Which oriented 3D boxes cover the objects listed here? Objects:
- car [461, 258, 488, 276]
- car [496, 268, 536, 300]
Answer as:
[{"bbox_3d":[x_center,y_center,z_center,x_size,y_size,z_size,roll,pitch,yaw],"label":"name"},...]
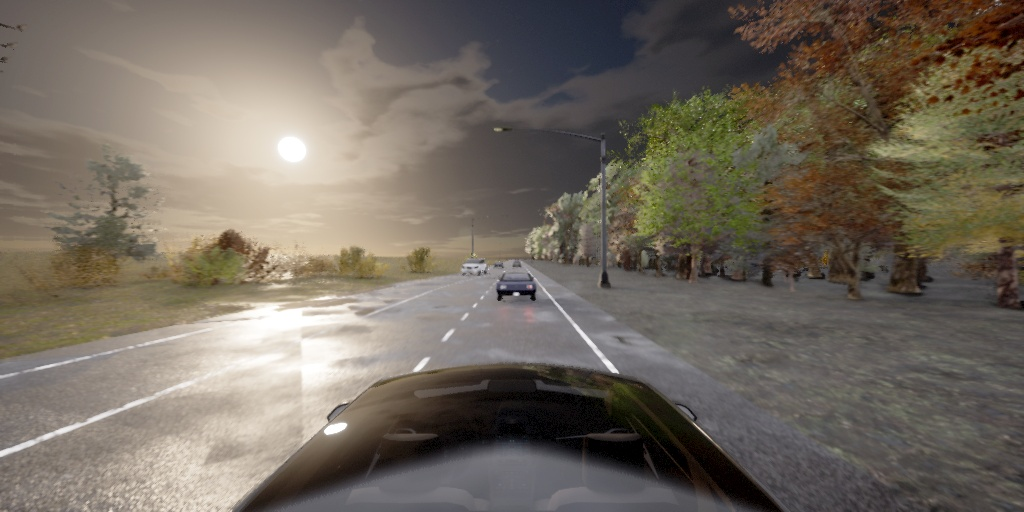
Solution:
[{"bbox_3d":[-4.399,1.281,42.622,2.150,2.045,5.566,0,0,8],"label":"car"},{"bbox_3d":[0.229,1.468,18.660,1.895,1.301,4.718,0,0,1],"label":"car"}]
